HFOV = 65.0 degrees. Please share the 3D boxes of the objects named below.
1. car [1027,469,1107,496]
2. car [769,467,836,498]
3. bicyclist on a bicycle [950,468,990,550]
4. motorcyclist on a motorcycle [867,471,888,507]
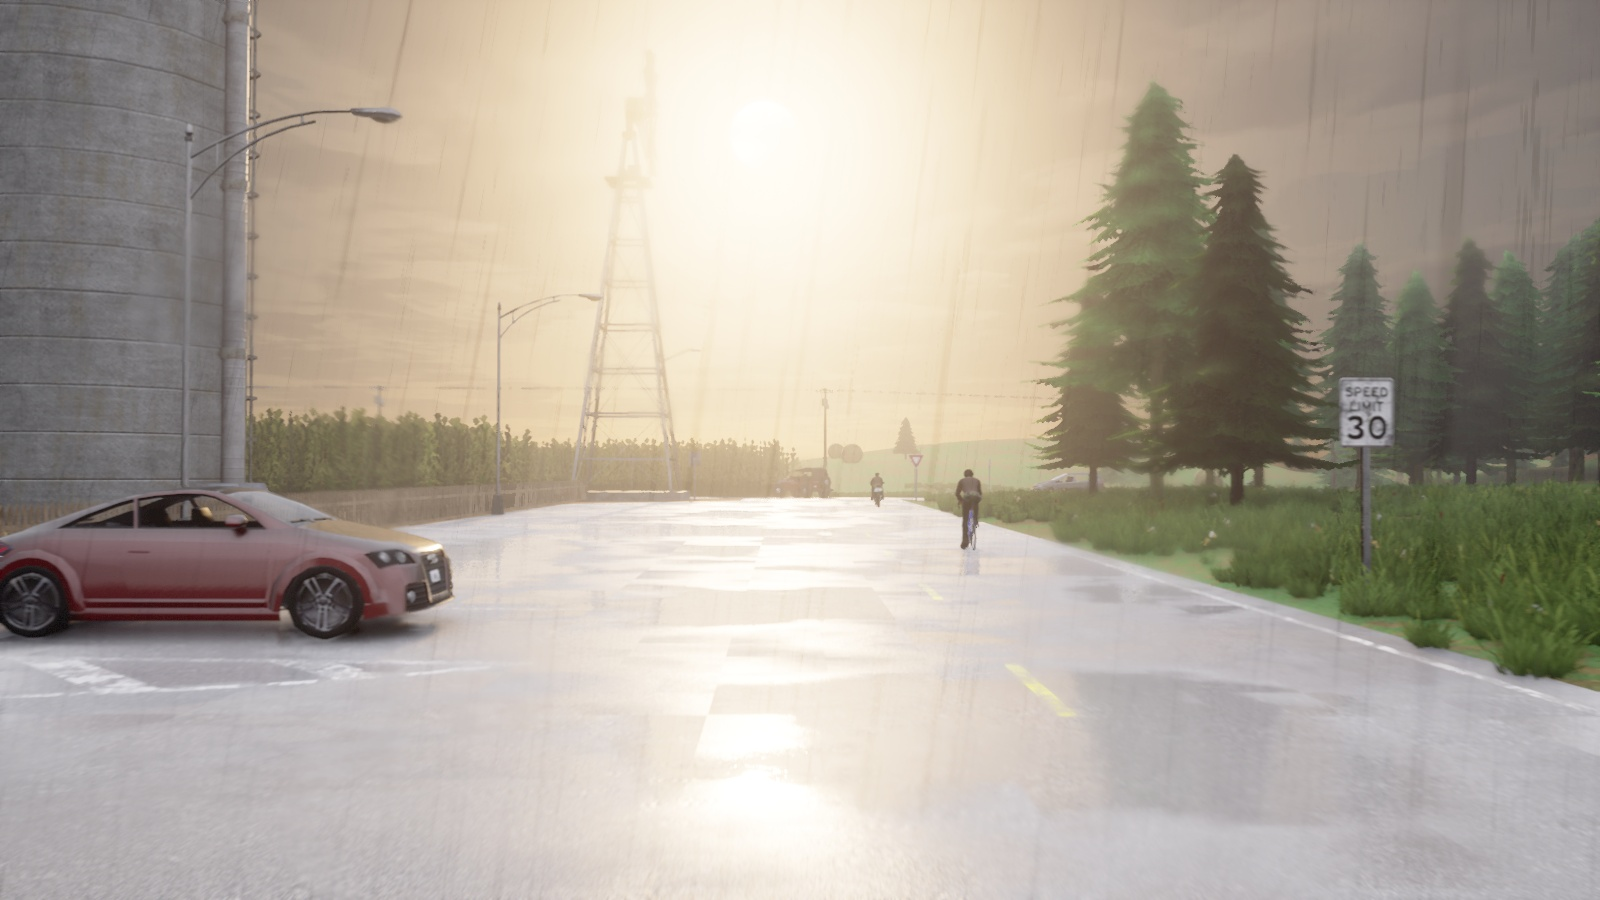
[{"bbox_3d":[16.957,2.067,79.839,4.611,1.667,2.242,0,-1,-1],"label":"car"},{"bbox_3d":[0.128,2.038,77.754,3.866,1.878,1.905,-2,-2,43],"label":"car"},{"bbox_3d":[3.438,1.181,25.542,0.582,1.620,1.656,0,-1,0],"label":"bicyclist on a bicycle"},{"bbox_3d":[3.367,1.701,54.850,0.797,1.523,2.044,0,-1,0],"label":"motorcyclist on a motorcycle"}]
